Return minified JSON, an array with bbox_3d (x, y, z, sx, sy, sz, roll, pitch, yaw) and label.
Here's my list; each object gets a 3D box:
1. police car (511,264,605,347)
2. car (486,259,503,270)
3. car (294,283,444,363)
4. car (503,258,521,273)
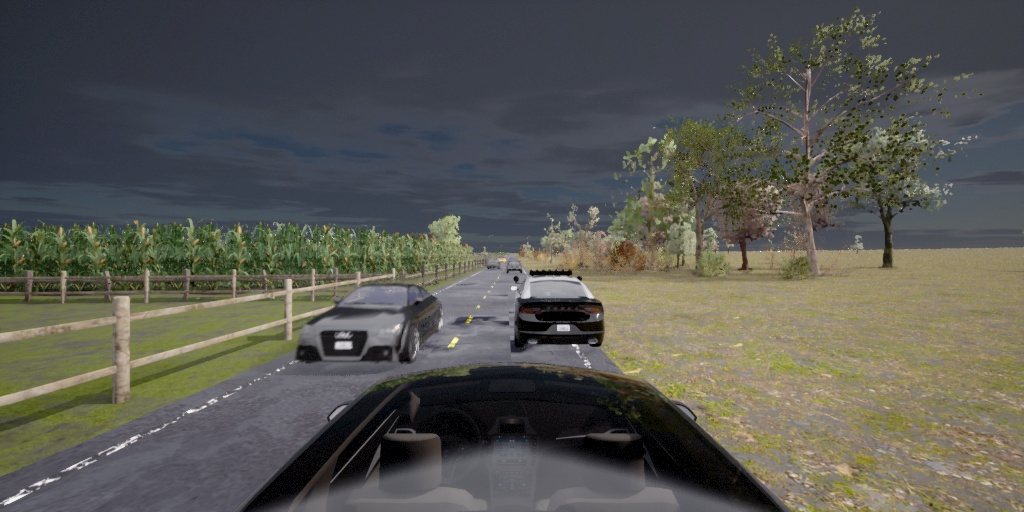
[{"bbox_3d":[0.998,1.176,9.455,1.930,1.638,5.238,0,0,0],"label":"police car"},{"bbox_3d":[-2.629,1.227,51.304,1.837,1.490,4.892,0,0,0],"label":"car"},{"bbox_3d":[-2.821,1.314,8.011,1.994,1.385,4.181,0,0,0],"label":"car"},{"bbox_3d":[0.277,1.279,42.864,2.033,1.411,5.357,0,0,0],"label":"car"}]
